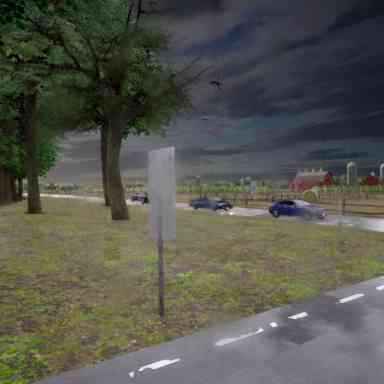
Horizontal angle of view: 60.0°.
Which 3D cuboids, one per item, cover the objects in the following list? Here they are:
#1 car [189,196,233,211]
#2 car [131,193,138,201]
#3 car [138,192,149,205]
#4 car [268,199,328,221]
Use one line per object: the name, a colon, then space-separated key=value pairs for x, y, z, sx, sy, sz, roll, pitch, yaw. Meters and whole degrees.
car: x=1.802 y=1.129 z=33.712 sx=2.033 sy=1.411 sz=5.357 roll=-1 pitch=2 yaw=-36
car: x=-8.066 y=0.810 z=52.362 sx=1.994 sy=1.385 sz=4.181 roll=-1 pitch=1 yaw=-35
car: x=-4.677 y=0.773 z=42.707 sx=2.097 sy=1.767 sz=4.553 roll=-1 pitch=1 yaw=-36
car: x=7.903 y=1.277 z=25.233 sx=1.812 sy=1.442 sz=4.674 roll=-1 pitch=2 yaw=-35
